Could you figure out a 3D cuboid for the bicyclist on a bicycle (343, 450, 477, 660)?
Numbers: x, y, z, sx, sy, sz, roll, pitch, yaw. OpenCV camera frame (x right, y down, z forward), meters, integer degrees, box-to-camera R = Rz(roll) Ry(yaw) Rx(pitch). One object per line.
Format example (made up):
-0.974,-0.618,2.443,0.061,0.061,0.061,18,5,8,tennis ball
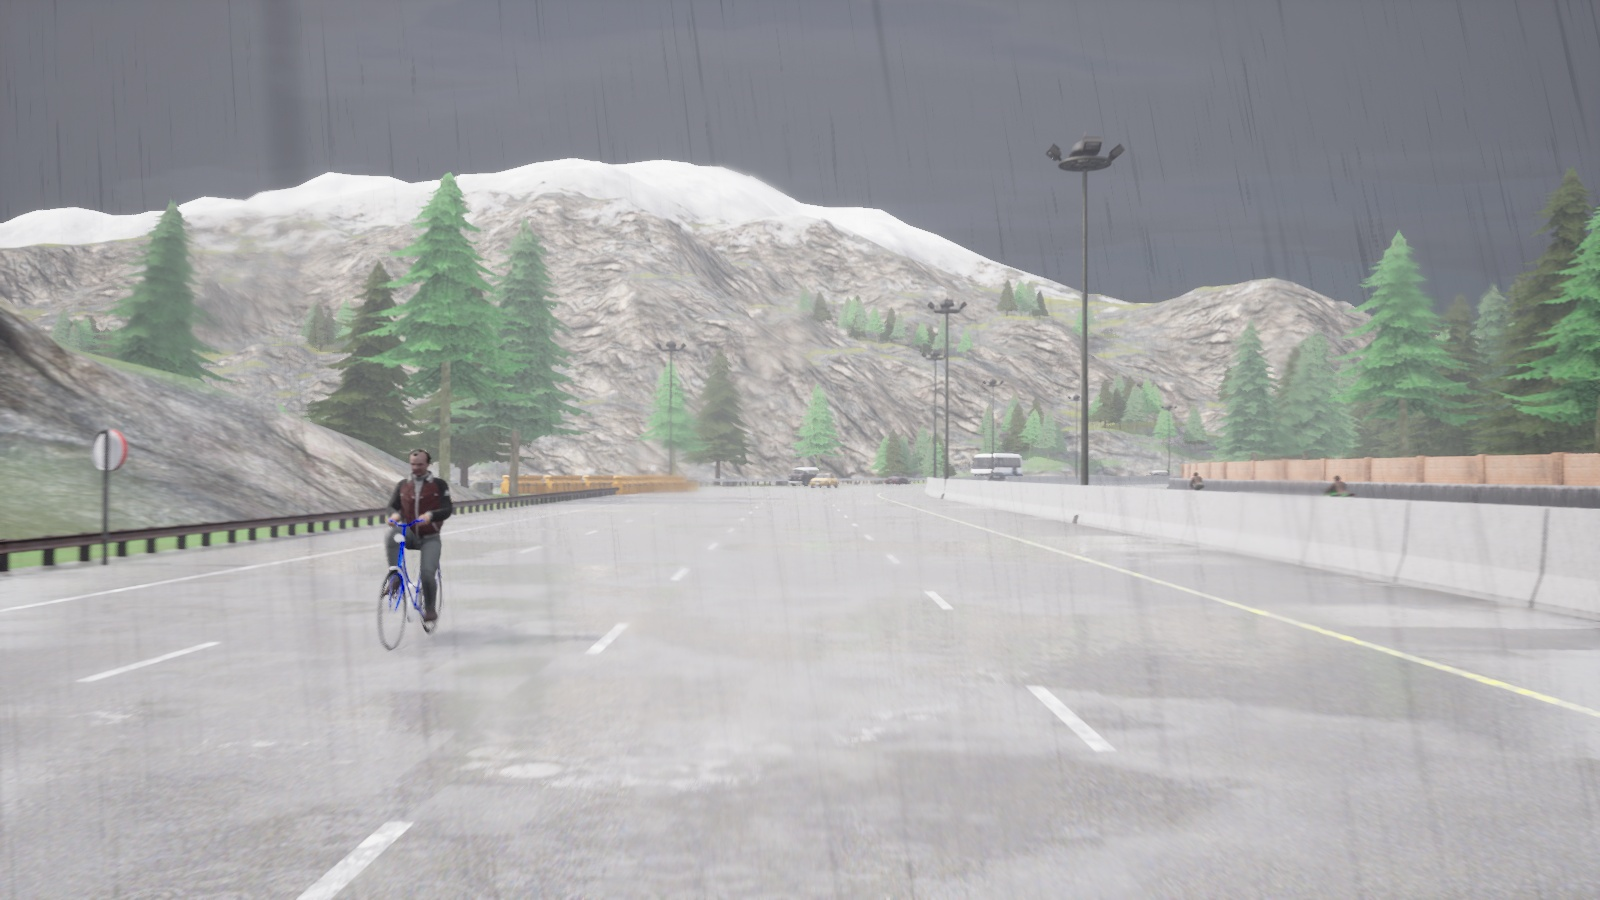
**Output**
-3.529,0.904,11.535,0.659,1.776,1.843,0,-1,0,bicyclist on a bicycle
